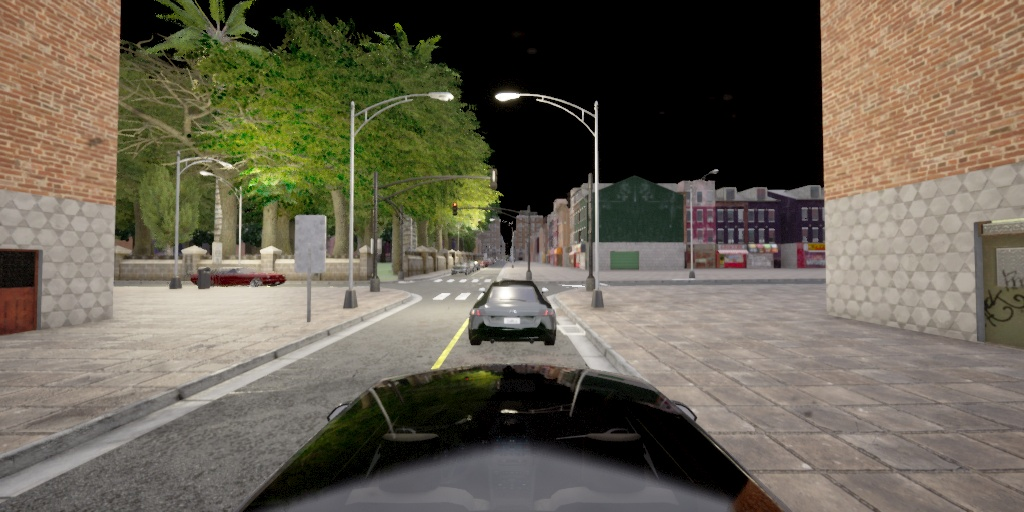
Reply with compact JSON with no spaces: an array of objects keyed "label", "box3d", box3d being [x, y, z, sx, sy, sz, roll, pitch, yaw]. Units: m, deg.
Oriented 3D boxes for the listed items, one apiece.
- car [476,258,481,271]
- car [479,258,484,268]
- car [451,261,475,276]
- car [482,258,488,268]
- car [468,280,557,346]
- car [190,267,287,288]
[{"label":"car","box3d":[-5.471,1.341,45.592,2.007,1.370,4.403,0,0,0]},{"label":"car","box3d":[-5.504,1.367,51.042,1.948,1.339,4.313,0,0,0]},{"label":"car","box3d":[-5.455,1.330,38.456,2.007,1.370,4.403,0,0,0]},{"label":"car","box3d":[-5.570,1.412,61.941,1.802,1.307,4.207,0,0,0]},{"label":"car","box3d":[0.035,1.317,9.448,1.994,1.385,4.181,0,0,1]},{"label":"car","box3d":[-16.648,1.339,22.051,4.718,1.301,1.895,0,-1,0]}]
